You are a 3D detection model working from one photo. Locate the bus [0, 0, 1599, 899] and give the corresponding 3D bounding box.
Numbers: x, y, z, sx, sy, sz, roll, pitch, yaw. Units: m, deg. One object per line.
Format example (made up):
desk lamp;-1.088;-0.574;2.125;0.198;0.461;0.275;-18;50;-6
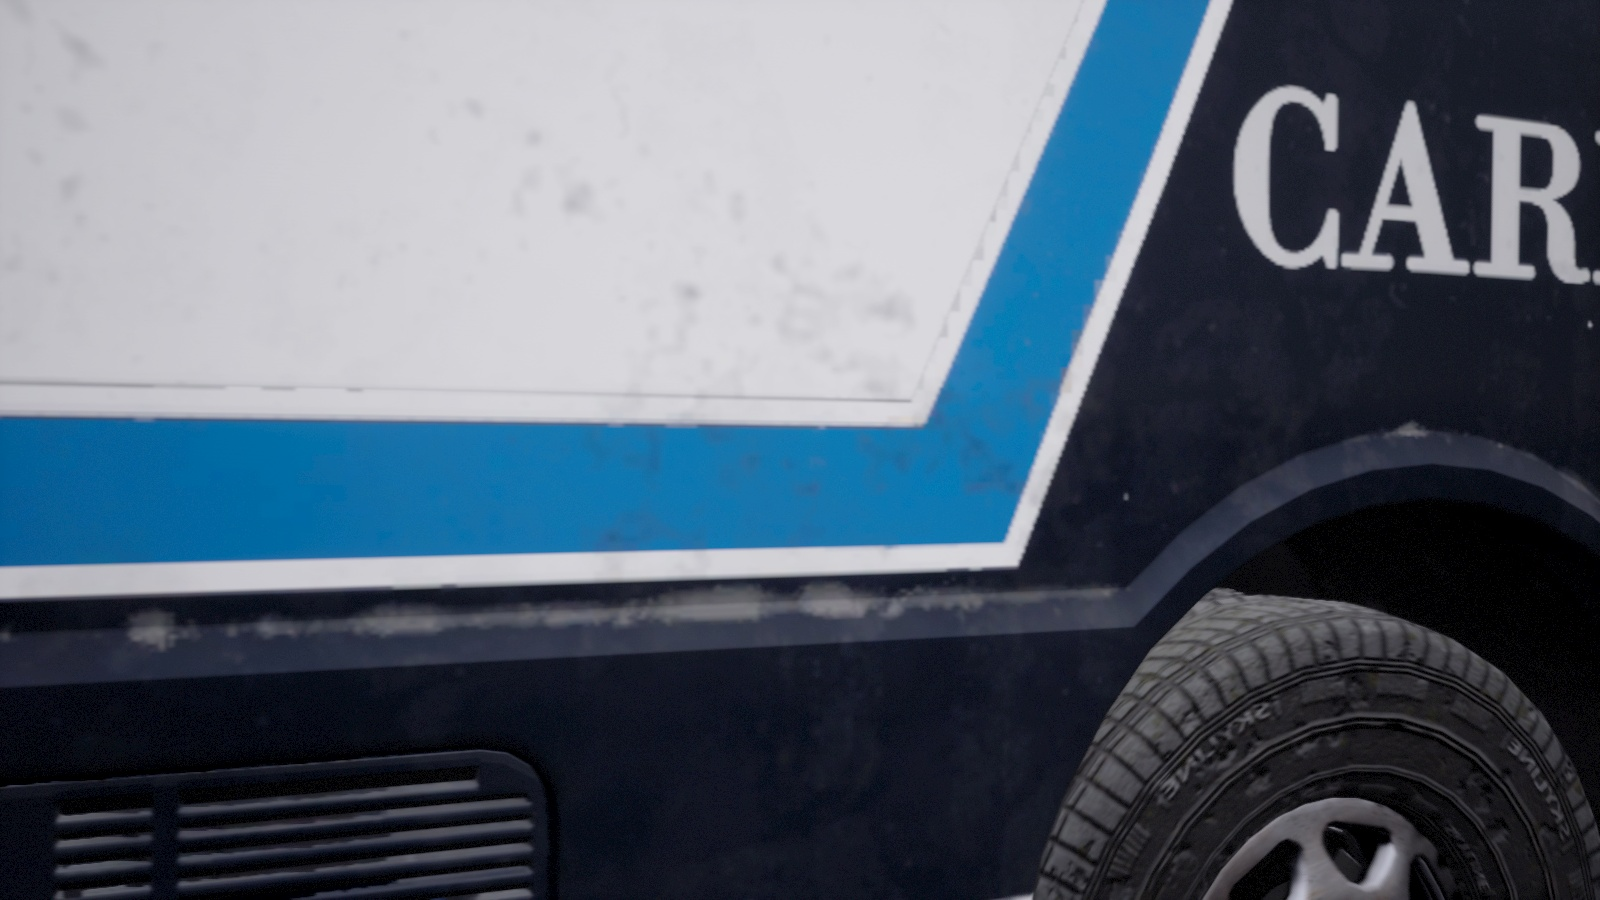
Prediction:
bus;-2.093;-0.600;2.436;10.273;4.253;3.944;-1;1;-21
